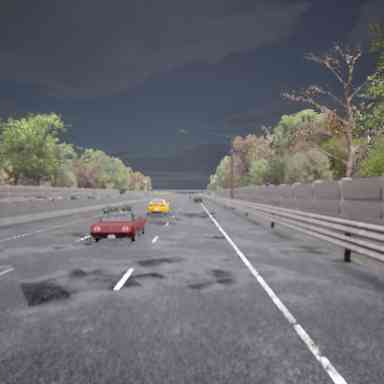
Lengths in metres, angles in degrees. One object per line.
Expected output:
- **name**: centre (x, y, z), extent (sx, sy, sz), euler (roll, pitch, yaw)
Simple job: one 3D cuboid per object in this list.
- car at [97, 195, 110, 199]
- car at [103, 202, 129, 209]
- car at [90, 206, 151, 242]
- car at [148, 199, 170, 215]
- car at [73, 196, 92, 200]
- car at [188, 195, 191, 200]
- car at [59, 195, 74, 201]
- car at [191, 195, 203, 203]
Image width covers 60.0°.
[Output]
- **car**: centre (-17.489, 1.405, 65.649), extent (2.097, 1.767, 4.553), euler (0, 0, 0)
- **car**: centre (-6.894, 1.613, 31.350), extent (1.895, 1.301, 4.718), euler (0, 0, 0)
- **car**: centre (-3.397, 1.602, 16.311), extent (1.895, 1.301, 4.718), euler (0, 0, 0)
- **car**: centre (-3.394, 1.492, 34.495), extent (1.882, 1.535, 5.008), euler (0, 0, 0)
- **car**: centre (-20.988, 1.548, 65.113), extent (1.837, 1.490, 4.892), euler (0, 0, 0)
- **car**: centre (0.018, 1.455, 88.321), extent (2.033, 1.411, 5.357), euler (0, 0, 0)
- **car**: centre (-24.487, 1.404, 65.521), extent (2.097, 1.767, 4.553), euler (0, 0, 0)
- **car**: centre (1.238, 1.562, 68.807), extent (1.837, 1.490, 4.892), euler (0, 0, 0)
